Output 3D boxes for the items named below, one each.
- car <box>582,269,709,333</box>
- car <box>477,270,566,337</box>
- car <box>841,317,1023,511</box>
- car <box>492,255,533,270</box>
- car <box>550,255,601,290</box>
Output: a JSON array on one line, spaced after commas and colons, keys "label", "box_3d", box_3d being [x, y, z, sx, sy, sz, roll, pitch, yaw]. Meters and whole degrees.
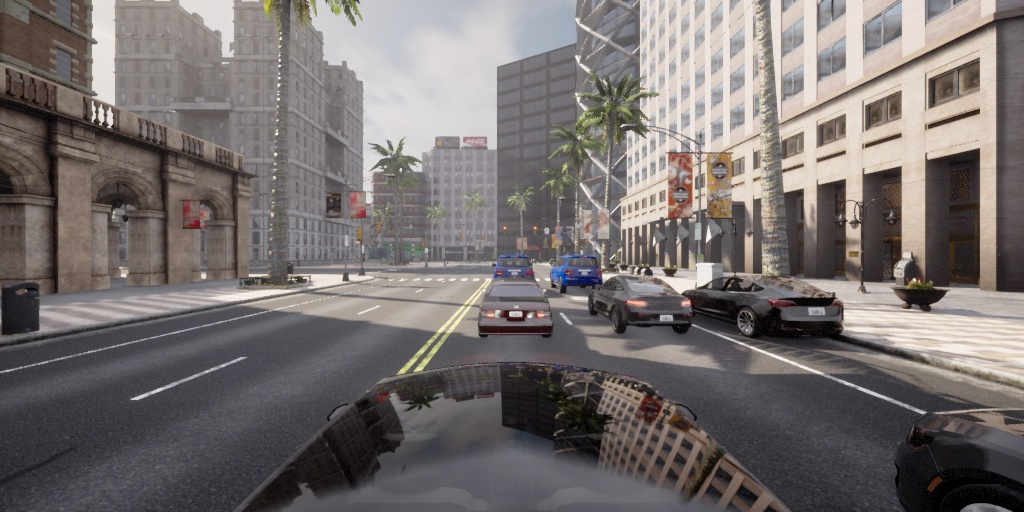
[{"label": "car", "box_3d": [3.564, 1.276, 10.625, 1.812, 1.442, 4.674, 0, 0, -1]}, {"label": "car", "box_3d": [0.070, 1.297, 10.235, 2.033, 1.411, 5.357, 0, 0, 0]}, {"label": "car", "box_3d": [3.600, 1.255, 0.450, 1.837, 1.490, 4.892, 0, 0, 0]}, {"label": "car", "box_3d": [0.048, 0.971, 20.455, 2.150, 2.045, 5.566, 0, 0, -2]}, {"label": "car", "box_3d": [3.547, 0.971, 20.589, 2.150, 2.045, 5.566, 0, 0, -2]}]
